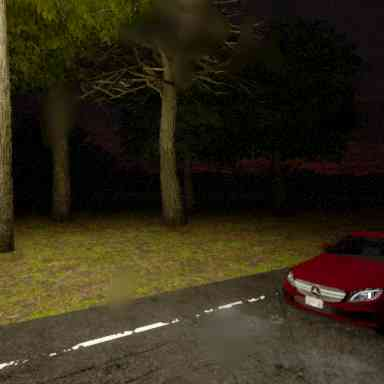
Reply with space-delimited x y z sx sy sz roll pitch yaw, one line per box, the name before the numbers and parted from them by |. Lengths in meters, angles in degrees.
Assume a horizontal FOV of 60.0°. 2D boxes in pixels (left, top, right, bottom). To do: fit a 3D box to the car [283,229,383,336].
car | 3.865 1.523 6.748 4.674 1.442 1.812 0 0 -36
